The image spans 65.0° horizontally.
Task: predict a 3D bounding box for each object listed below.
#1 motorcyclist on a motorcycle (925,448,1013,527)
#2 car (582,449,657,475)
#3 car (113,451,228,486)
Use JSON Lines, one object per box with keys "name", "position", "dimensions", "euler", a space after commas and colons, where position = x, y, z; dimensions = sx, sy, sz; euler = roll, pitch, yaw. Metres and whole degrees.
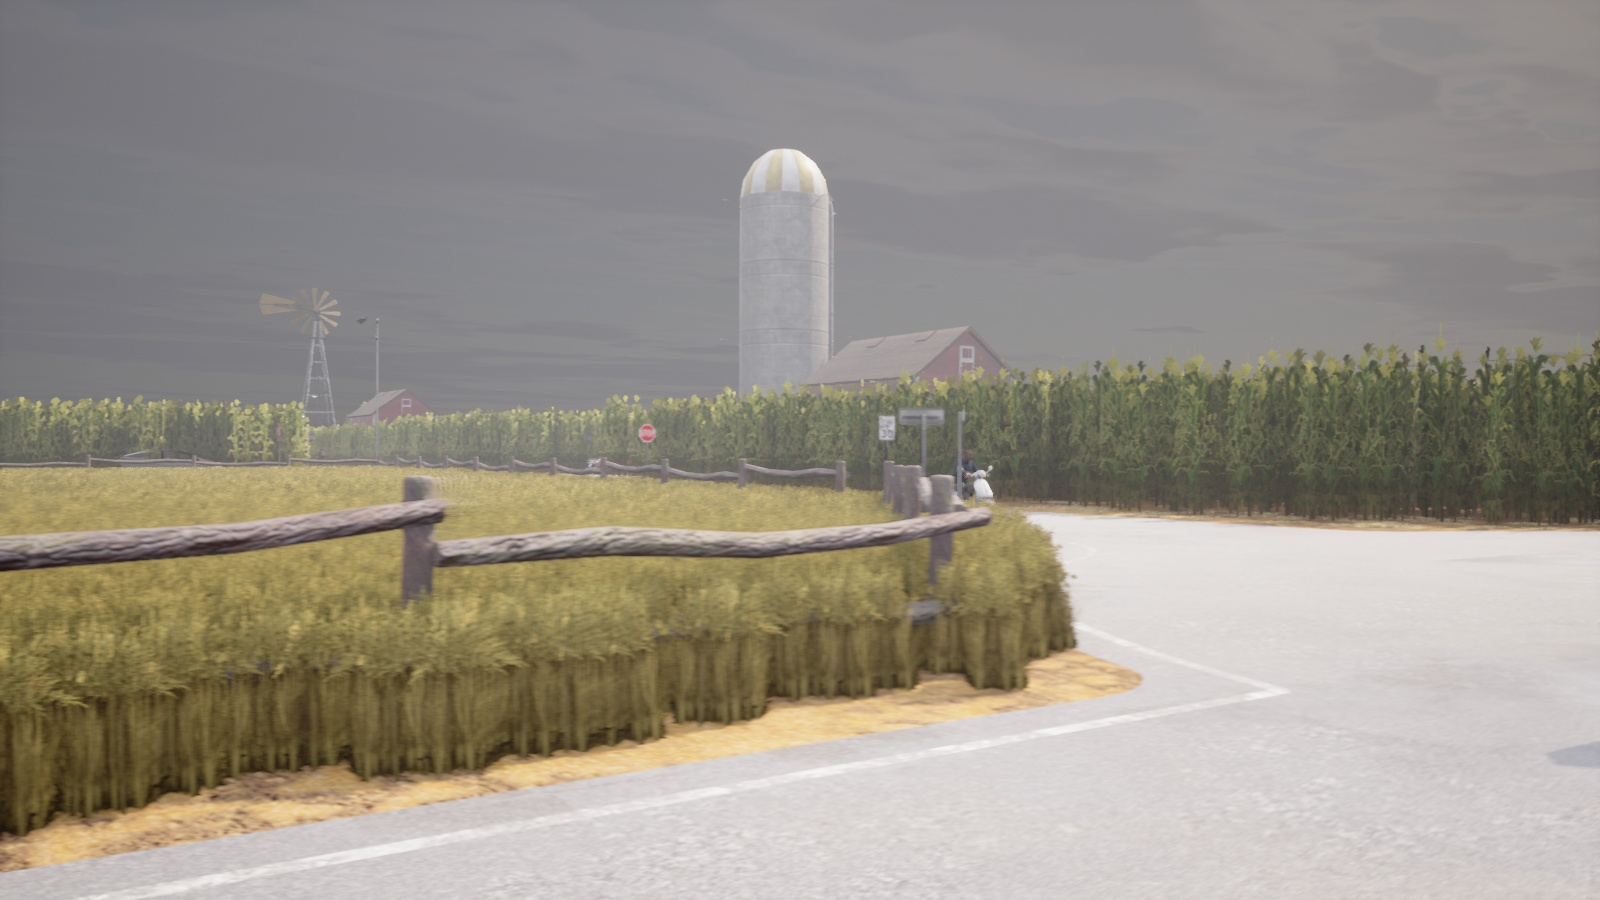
{"name": "motorcyclist on a motorcycle", "position": [3.515, 0.751, 26.197], "dimensions": [0.866, 1.590, 1.817], "euler": [0, 0, -31]}
{"name": "car", "position": [-10.357, 0.688, 72.089], "dimensions": [3.806, 1.475, 1.970], "euler": [0, 0, -31]}
{"name": "car", "position": [-28.683, 0.819, 57.247], "dimensions": [4.514, 1.525, 2.007], "euler": [-1, 0, -32]}
